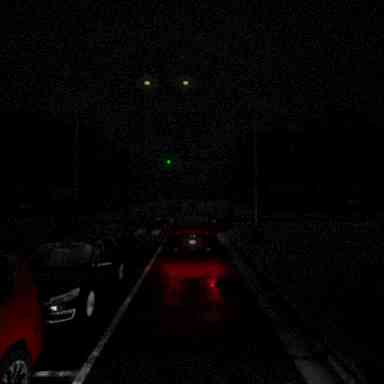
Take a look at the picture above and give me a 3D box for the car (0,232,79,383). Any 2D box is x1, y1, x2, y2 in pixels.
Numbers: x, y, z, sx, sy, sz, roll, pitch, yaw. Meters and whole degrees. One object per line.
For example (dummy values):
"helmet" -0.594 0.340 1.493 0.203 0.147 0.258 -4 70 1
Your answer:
"car" -2.623 1.338 1.790 2.192 1.841 5.009 1 -1 0

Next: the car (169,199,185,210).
"car" -2.514 2.151 50.808 1.947 1.339 4.313 1 -1 0

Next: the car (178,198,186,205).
"car" -2.501 2.196 56.340 1.887 1.381 4.507 1 -1 0

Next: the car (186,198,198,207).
"car" 0.156 2.335 66.217 1.994 1.385 4.181 0 -1 1

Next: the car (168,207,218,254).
"car" 0.038 1.638 14.254 1.882 1.535 5.008 0 0 0

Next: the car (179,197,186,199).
"car" -2.462 2.436 72.936 1.802 1.307 4.206 1 -1 0

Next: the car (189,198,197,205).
"car" 0.175 2.299 80.110 1.812 1.442 4.674 0 -1 0

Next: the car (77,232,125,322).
"car" -2.616 1.635 7.322 2.008 1.369 4.403 1 -1 0
